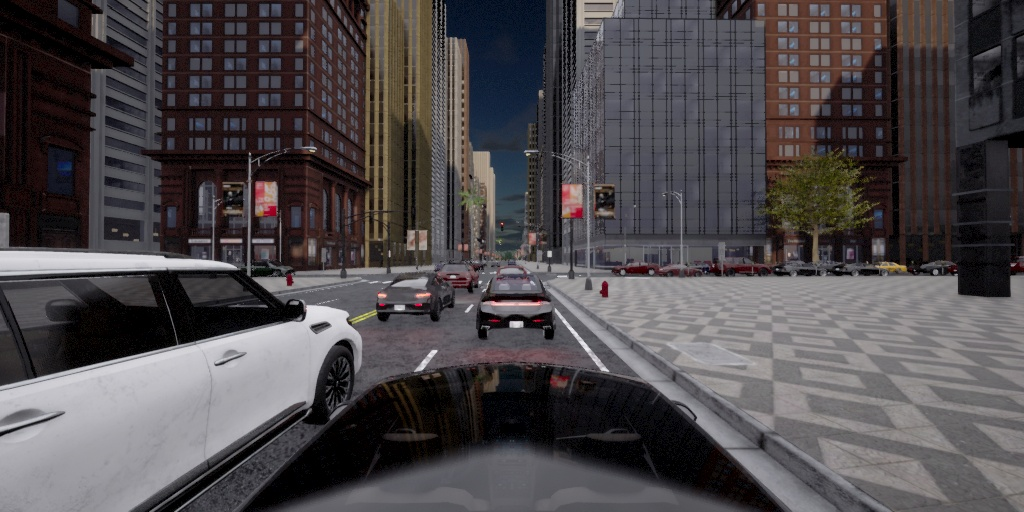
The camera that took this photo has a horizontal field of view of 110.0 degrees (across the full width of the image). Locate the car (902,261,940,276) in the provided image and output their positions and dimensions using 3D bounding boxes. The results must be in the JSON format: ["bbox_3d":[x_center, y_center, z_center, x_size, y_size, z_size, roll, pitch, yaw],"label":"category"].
[{"bbox_3d":[42.828,1.206,36.010,4.892,1.490,1.837,0,-1,-1],"label":"car"}]

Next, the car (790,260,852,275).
[{"bbox_3d":[33.566,1.251,38.998,4.902,1.511,2.128,0,-1,-1],"label":"car"}]

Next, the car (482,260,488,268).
[{"bbox_3d":[-5.342,1.249,40.942,2.097,1.767,4.553,-1,-1,38],"label":"car"}]

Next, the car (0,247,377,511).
[{"bbox_3d":[-3.155,0.972,2.597,2.150,2.045,5.566,0,0,0],"label":"car"}]

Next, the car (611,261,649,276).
[{"bbox_3d":[13.239,1.299,38.687,5.008,1.535,1.882,0,-1,-2],"label":"car"}]

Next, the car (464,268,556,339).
[{"bbox_3d":[0.093,1.248,10.066,2.128,1.511,4.902,0,0,0],"label":"car"}]

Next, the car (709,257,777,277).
[{"bbox_3d":[20.931,1.041,33.027,5.009,1.841,2.192,0,0,-1],"label":"car"}]

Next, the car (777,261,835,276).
[{"bbox_3d":[26.568,1.275,33.118,4.313,1.339,1.948,0,0,-1],"label":"car"}]

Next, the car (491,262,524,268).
[{"bbox_3d":[-0.014,1.260,19.567,1.882,1.535,5.008,0,0,0],"label":"car"}]

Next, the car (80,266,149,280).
[{"bbox_3d":[-38.663,1.601,34.940,4.718,1.301,1.895,0,-1,1],"label":"car"}]

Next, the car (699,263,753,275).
[{"bbox_3d":[23.156,1.389,38.835,4.718,1.301,1.895,0,-1,-1],"label":"car"}]

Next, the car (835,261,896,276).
[{"bbox_3d":[32.205,1.260,33.210,4.313,1.339,1.948,0,0,-1],"label":"car"}]

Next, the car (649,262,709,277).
[{"bbox_3d":[15.292,1.327,32.935,4.207,1.307,1.802,0,0,-1],"label":"car"}]

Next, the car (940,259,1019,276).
[{"bbox_3d":[43.481,1.214,33.395,4.507,1.381,1.888,0,0,-1],"label":"car"}]

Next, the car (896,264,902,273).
[{"bbox_3d":[43.178,1.295,41.915,4.829,1.417,1.751,0,0,-1],"label":"car"}]

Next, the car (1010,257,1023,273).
[{"bbox_3d":[49.119,0.973,33.486,5.009,1.841,2.192,0,0,-1],"label":"car"}]

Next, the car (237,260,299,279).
[{"bbox_3d":[-23.707,1.284,34.938,4.553,1.767,2.097,0,-1,0],"label":"car"}]

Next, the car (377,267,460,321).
[{"bbox_3d":[-3.158,1.288,12.376,1.812,1.442,4.674,0,0,0],"label":"car"}]

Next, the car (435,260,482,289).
[{"bbox_3d":[-3.164,1.142,21.356,2.097,1.767,4.553,0,0,0],"label":"car"}]

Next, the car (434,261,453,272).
[{"bbox_3d":[-9.876,1.496,51.910,1.812,1.442,4.674,0,0,0],"label":"car"}]
